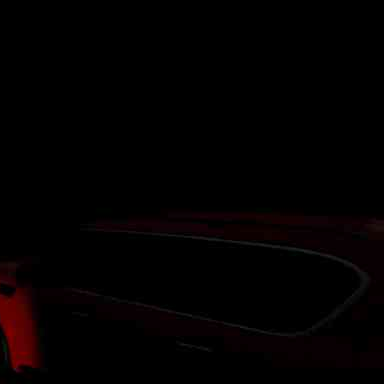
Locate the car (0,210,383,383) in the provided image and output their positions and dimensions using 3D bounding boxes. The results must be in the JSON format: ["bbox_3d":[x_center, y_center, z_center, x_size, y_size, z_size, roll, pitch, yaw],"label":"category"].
[{"bbox_3d":[-0.244,1.219,3.545,5.566,2.045,2.150,0,0,35],"label":"car"}]
